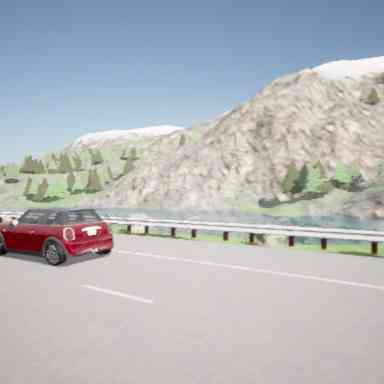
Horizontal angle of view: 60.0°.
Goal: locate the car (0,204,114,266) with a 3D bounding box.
[{"bbox_3d":[-4.890,1.273,11.400,4.553,1.767,2.097,0,1,32],"label":"car"}]
